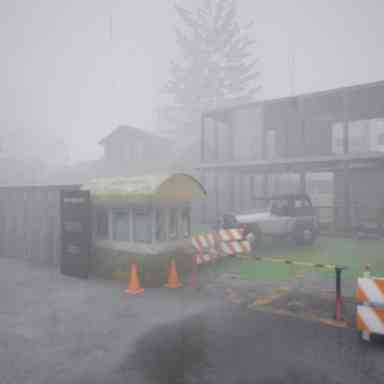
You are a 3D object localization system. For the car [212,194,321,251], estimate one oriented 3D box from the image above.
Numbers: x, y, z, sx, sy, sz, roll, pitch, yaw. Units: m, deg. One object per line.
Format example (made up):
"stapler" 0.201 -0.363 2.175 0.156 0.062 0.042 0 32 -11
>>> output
"car" 2.836 1.020 12.370 3.866 1.878 1.905 0 0 -21
